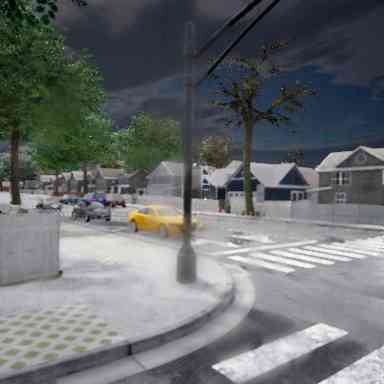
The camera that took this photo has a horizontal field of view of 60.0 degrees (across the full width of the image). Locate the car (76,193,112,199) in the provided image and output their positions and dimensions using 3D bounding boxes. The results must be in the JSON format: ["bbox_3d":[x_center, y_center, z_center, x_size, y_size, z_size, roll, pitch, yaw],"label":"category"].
[{"bbox_3d":[-13.179,1.124,44.420,2.150,2.045,5.566,1,0,-36],"label":"car"}]

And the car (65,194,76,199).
[{"bbox_3d":[-19.571,1.104,52.993,2.097,1.767,4.553,1,0,-36],"label":"car"}]

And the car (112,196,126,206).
[{"bbox_3d":[-11.140,1.296,47.129,2.097,1.767,4.553,1,0,-37],"label":"car"}]

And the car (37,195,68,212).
[{"bbox_3d":[-15.744,1.346,36.729,2.128,1.511,4.902,1,0,-36],"label":"car"}]

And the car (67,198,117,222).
[{"bbox_3d":[-7.912,1.491,26.089,1.837,1.490,4.892,1,-1,-36],"label":"car"}]

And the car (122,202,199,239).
[{"bbox_3d":[-1.604,1.479,17.546,1.882,1.535,5.008,1,-1,-36],"label":"car"}]

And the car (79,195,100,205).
[{"bbox_3d":[-16.978,1.312,54.948,1.837,1.490,4.892,1,0,-36],"label":"car"}]
